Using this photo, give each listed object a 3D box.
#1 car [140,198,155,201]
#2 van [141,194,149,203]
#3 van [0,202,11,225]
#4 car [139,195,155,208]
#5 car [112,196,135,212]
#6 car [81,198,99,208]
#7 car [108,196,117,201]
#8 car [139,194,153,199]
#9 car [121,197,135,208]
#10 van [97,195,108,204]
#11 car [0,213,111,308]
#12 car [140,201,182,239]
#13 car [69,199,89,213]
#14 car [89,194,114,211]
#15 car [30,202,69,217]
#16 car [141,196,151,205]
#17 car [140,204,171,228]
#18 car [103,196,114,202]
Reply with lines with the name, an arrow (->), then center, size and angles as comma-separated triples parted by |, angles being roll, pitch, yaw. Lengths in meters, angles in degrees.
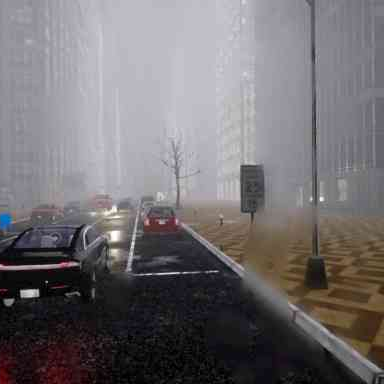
car -> -4.364, 1.604, 34.104 | 1.802, 1.307, 4.206 | 0, 0, -9
van -> -10.374, 1.405, 73.471 | 1.690, 1.788, 3.998 | 0, 0, -9
van -> -10.194, 1.395, 15.971 | 1.690, 1.788, 3.998 | 0, 0, -9
car -> -6.939, 1.354, 50.976 | 2.192, 1.841, 5.009 | 0, 0, -9
car -> -7.799, 1.534, 39.118 | 2.128, 1.511, 4.902 | 0, 0, -8
car -> -15.227, 1.654, 49.730 | 1.947, 1.339, 4.313 | 0, 0, -9
car -> -21.239, 1.683, 89.097 | 2.008, 1.369, 4.403 | 0, 0, -9
car -> -6.080, 1.349, 45.352 | 2.192, 1.841, 5.009 | 0, 0, -9
car -> -9.382, 1.531, 49.188 | 1.882, 1.535, 5.008 | 0, 0, -8
van -> -17.803, 1.447, 66.602 | 1.690, 1.788, 3.998 | 0, 0, -9
car -> -3.108, 1.503, 8.018 | 2.128, 1.511, 4.902 | 0, 0, -9
car -> -1.667, 1.444, 17.253 | 1.967, 1.590, 4.097 | 0, 0, -9
car -> -13.510, 1.642, 38.481 | 1.947, 1.339, 4.313 | 0, 0, -9
car -> -11.385, 1.286, 42.335 | 2.150, 2.045, 5.566 | 0, 0, -9
car -> -11.802, 1.610, 27.235 | 1.887, 1.381, 4.507 | 0, 0, -9
car -> -8.683, 1.577, 62.391 | 1.752, 1.417, 4.829 | 0, 0, -9
car -> -2.581, 1.576, 22.868 | 1.947, 1.339, 4.313 | 0, 0, -9
car -> -19.521, 1.685, 77.850 | 1.947, 1.339, 4.313 | 0, 0, -9
